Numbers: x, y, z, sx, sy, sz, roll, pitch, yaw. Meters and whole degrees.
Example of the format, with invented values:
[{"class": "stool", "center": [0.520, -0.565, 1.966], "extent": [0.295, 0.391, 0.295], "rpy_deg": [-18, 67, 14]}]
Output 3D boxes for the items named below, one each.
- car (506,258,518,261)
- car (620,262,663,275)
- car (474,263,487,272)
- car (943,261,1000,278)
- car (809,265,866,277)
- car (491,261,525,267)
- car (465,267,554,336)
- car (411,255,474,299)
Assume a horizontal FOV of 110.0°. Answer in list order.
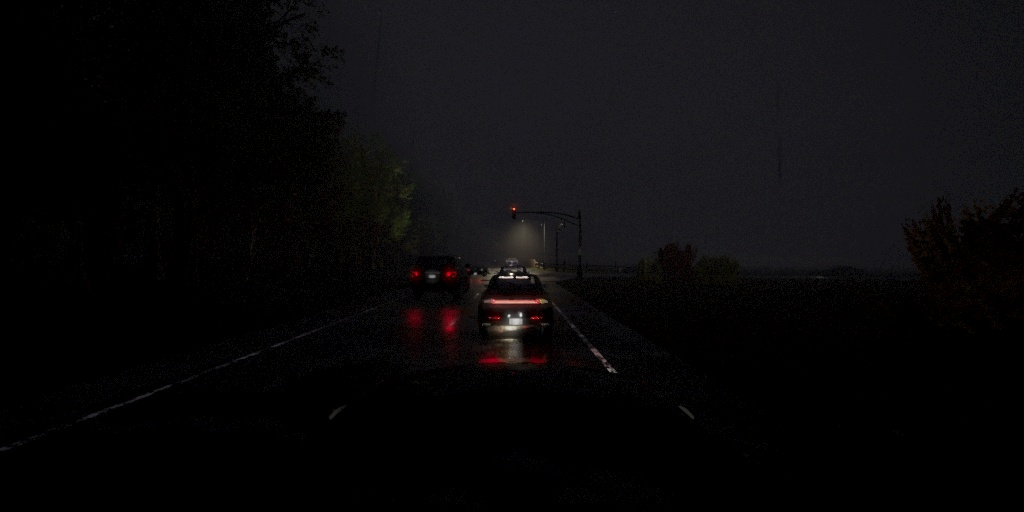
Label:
[{"class": "car", "center": [-0.002, 1.106, 60.605], "extent": [2.097, 1.767, 4.553], "rpy_deg": [0, 0, -1]}, {"class": "car", "center": [15.303, 1.468, 42.511], "extent": [4.902, 1.511, 2.128], "rpy_deg": [1, -1, 2]}, {"class": "car", "center": [-3.475, 1.357, 36.150], "extent": [1.895, 1.301, 4.718], "rpy_deg": [0, 0, 0]}, {"class": "car", "center": [50.197, 1.517, 38.704], "extent": [5.566, 2.045, 2.150], "rpy_deg": [1, -1, 1]}, {"class": "car", "center": [38.393, 1.774, 42.334], "extent": [5.357, 1.411, 2.033], "rpy_deg": [1, -1, 0]}, {"class": "car", "center": [0.066, 1.246, 19.792], "extent": [2.128, 1.511, 4.902], "rpy_deg": [0, 0, 0]}, {"class": "car", "center": [0.084, 1.244, 10.394], "extent": [2.128, 1.511, 4.902], "rpy_deg": [0, 0, 0]}, {"class": "car", "center": [-3.433, 0.975, 18.070], "extent": [2.150, 2.045, 5.566], "rpy_deg": [0, 0, 0]}]
